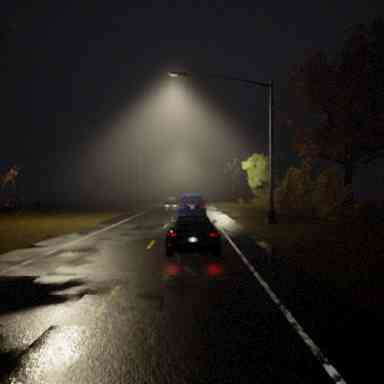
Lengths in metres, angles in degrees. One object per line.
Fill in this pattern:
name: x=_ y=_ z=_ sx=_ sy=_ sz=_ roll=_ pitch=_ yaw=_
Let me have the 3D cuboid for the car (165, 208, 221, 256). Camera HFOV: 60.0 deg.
car: x=0.051 y=1.560 z=13.093 sx=1.994 sy=1.385 sz=4.181 roll=0 pitch=0 yaw=1

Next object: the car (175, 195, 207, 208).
car: x=0.040 y=1.212 z=26.829 sx=2.150 sy=2.045 sz=5.566 roll=0 pitch=0 yaw=1

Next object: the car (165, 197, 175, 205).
car: x=-3.538 y=1.510 z=57.396 sx=2.033 sy=1.411 sz=5.357 roll=0 pitch=0 yaw=1
